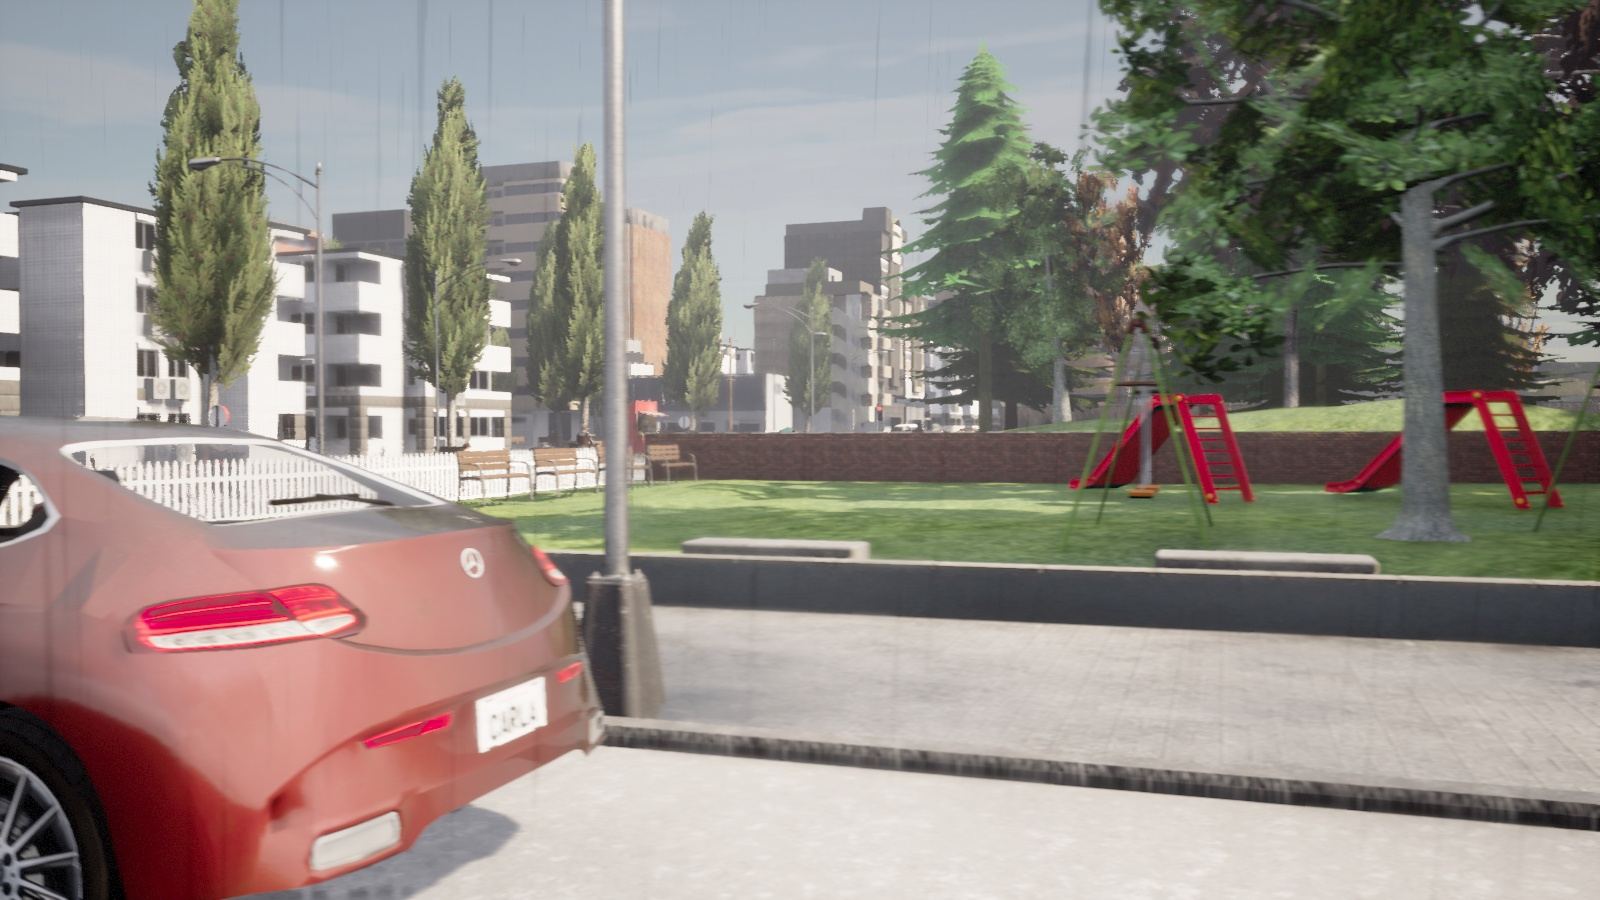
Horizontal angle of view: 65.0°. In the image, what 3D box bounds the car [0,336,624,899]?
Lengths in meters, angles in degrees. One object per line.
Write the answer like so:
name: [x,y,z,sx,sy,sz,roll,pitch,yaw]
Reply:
car: [-3.439,0.512,4.876,5.027,1.651,2.152,1,1,19]
